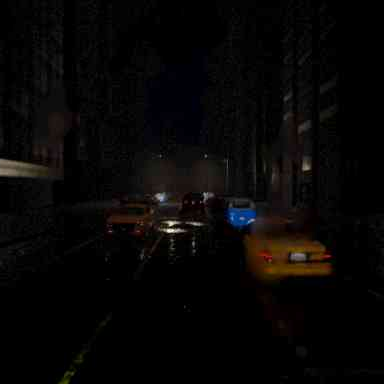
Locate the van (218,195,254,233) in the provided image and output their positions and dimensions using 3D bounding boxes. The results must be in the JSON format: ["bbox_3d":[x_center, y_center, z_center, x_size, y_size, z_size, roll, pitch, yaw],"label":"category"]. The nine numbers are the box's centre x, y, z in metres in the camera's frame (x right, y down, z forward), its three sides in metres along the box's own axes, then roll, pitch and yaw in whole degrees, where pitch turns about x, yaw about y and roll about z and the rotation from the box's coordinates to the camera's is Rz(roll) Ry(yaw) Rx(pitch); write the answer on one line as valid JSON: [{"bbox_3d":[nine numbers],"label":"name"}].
[{"bbox_3d":[2.787,1.234,20.403,1.690,1.788,3.998,0,0,0],"label":"van"}]

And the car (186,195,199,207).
[{"bbox_3d":[0.077,1.263,46.821,1.837,1.490,4.892,0,0,1],"label":"car"}]

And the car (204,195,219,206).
[{"bbox_3d":[2.821,1.191,48.448,1.967,1.590,4.097,0,0,0],"label":"car"}]

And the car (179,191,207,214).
[{"bbox_3d":[0.100,1.047,33.310,2.150,2.045,5.566,0,0,0],"label":"car"}]

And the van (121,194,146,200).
[{"bbox_3d":[-5.724,1.177,31.621,1.690,1.788,3.998,0,0,0],"label":"van"}]

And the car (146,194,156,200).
[{"bbox_3d":[-5.717,1.122,37.230,2.192,1.841,5.009,0,0,0],"label":"car"}]

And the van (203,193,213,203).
[{"bbox_3d":[2.835,1.036,59.666,1.690,1.788,3.998,0,0,0],"label":"van"}]

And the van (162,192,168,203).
[{"bbox_3d":[-5.690,1.036,59.668,1.690,1.788,3.998,0,0,0],"label":"van"}]

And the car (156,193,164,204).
[{"bbox_3d":[-5.704,1.301,48.450,2.008,1.369,4.403,0,0,0],"label":"car"}]

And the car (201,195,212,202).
[{"bbox_3d":[2.842,1.212,65.276,1.887,1.381,4.507,0,0,0],"label":"car"}]

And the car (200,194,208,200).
[{"bbox_3d":[2.863,1.110,82.274,1.752,1.417,4.829,0,0,0],"label":"car"}]

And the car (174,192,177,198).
[{"bbox_3d":[-5.656,1.087,87.546,1.752,1.417,4.829,0,0,0],"label":"car"}]

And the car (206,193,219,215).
[{"bbox_3d":[2.801,1.150,31.621,2.192,1.841,5.009,0,0,0],"label":"car"}]

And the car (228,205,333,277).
[{"bbox_3d":[2.361,1.404,9.937,1.801,1.575,5.366,0,0,0],"label":"car"}]

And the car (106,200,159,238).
[{"bbox_3d":[-3.080,1.386,17.396,1.882,1.535,5.008,0,0,0],"label":"car"}]

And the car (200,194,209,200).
[{"bbox_3d":[2.856,1.136,76.665,1.752,1.417,4.829,0,0,0],"label":"car"}]

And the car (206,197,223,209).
[{"bbox_3d":[2.814,1.323,42.840,1.887,1.381,4.507,0,0,0],"label":"car"}]

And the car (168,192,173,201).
[{"bbox_3d":[-5.676,1.080,70.888,1.967,1.590,4.097,0,0,0],"label":"car"}]
